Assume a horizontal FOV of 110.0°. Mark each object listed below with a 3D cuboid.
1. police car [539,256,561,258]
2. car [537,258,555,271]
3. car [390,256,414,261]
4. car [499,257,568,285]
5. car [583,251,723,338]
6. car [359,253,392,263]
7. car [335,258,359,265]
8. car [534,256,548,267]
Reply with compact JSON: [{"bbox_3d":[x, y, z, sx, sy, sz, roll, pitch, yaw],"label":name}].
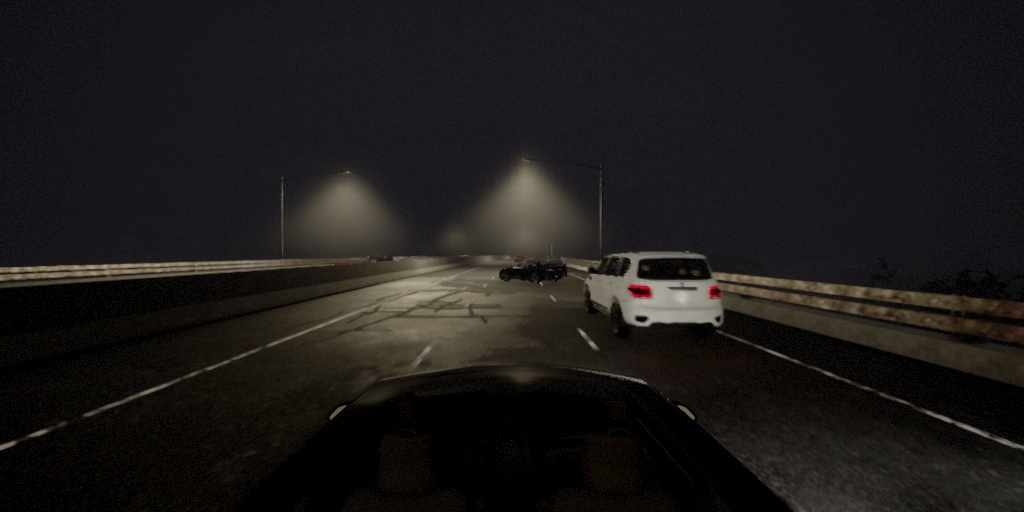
[{"bbox_3d":[3.765,0.911,31.997,1.930,1.638,5.238,0,0,1],"label":"police car"},{"bbox_3d":[3.989,0.928,42.808,1.812,1.442,4.674,0,0,1],"label":"car"},{"bbox_3d":[-13.491,0.928,45.892,1.994,1.385,4.181,0,0,2],"label":"car"},{"bbox_3d":[1.149,1.042,23.870,2.128,1.511,4.902,0,1,-41],"label":"car"},{"bbox_3d":[3.518,0.892,10.072,2.150,2.045,5.566,0,1,0],"label":"car"},{"bbox_3d":[-16.990,0.580,45.933,2.150,2.045,5.566,0,1,2],"label":"car"},{"bbox_3d":[-20.502,0.962,45.553,1.895,1.301,4.718,0,0,2],"label":"car"},{"bbox_3d":[4.285,0.803,53.726,1.882,1.535,5.008,0,0,2],"label":"car"}]
